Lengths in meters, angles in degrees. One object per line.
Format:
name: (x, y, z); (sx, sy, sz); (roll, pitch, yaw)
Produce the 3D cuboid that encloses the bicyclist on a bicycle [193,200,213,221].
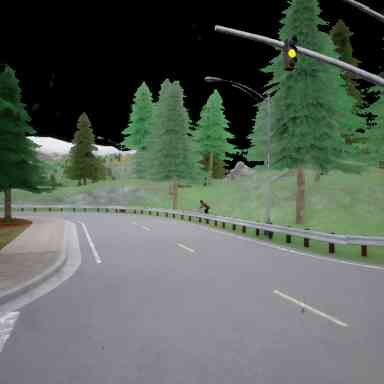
bicyclist on a bicycle: (0.876, 1.432, 25.515); (1.656, 1.620, 0.582); (-1, 2, -20)
